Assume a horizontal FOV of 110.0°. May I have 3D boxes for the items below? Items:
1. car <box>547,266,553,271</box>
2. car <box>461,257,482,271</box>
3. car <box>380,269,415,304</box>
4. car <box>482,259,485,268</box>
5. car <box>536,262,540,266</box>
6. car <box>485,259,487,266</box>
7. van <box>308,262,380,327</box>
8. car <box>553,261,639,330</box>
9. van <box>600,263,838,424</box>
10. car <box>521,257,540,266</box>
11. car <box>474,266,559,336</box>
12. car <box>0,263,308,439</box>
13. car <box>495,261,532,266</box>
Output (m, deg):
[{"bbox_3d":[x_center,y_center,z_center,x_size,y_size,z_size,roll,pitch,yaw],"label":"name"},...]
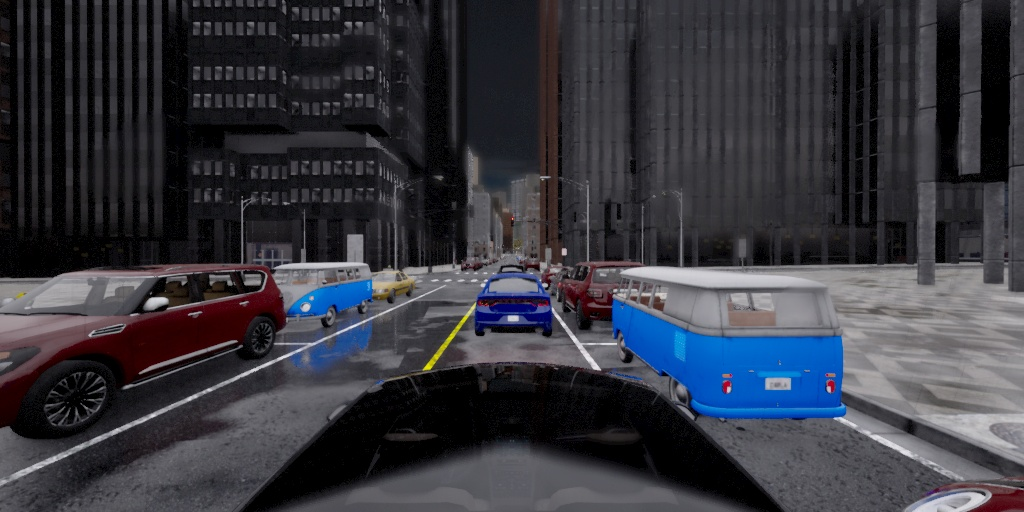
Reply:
[{"bbox_3d":[2.764,1.300,16.622,2.007,1.370,4.403,0,0,0],"label":"car"},{"bbox_3d":[-5.764,1.080,49.197,2.192,1.841,5.009,0,0,0],"label":"car"},{"bbox_3d":[-5.764,1.275,16.463,1.751,1.417,4.829,0,0,0],"label":"car"},{"bbox_3d":[-5.764,1.086,54.840,2.192,1.841,5.009,0,0,0],"label":"car"},{"bbox_3d":[2.762,1.295,22.147,1.888,1.381,4.507,0,0,0],"label":"car"},{"bbox_3d":[-5.764,1.343,60.483,1.948,1.339,4.313,0,0,0],"label":"car"},{"bbox_3d":[-5.765,1.090,11.109,1.690,1.789,3.998,0,0,0],"label":"van"},{"bbox_3d":[2.765,1.064,11.097,2.192,1.841,5.009,0,0,0],"label":"car"},{"bbox_3d":[2.766,1.090,5.571,1.690,1.789,3.998,0,0,0],"label":"van"},{"bbox_3d":[2.762,1.080,49.188,2.192,1.841,5.009,0,0,0],"label":"car"},{"bbox_3d":[0.058,1.227,10.385,1.882,1.535,5.008,0,0,1],"label":"car"},{"bbox_3d":[-5.765,1.064,5.584,2.192,1.841,5.009,0,0,0],"label":"car"},{"bbox_3d":[0.000,1.255,20.755,1.837,1.490,4.892,0,0,0],"label":"car"}]
